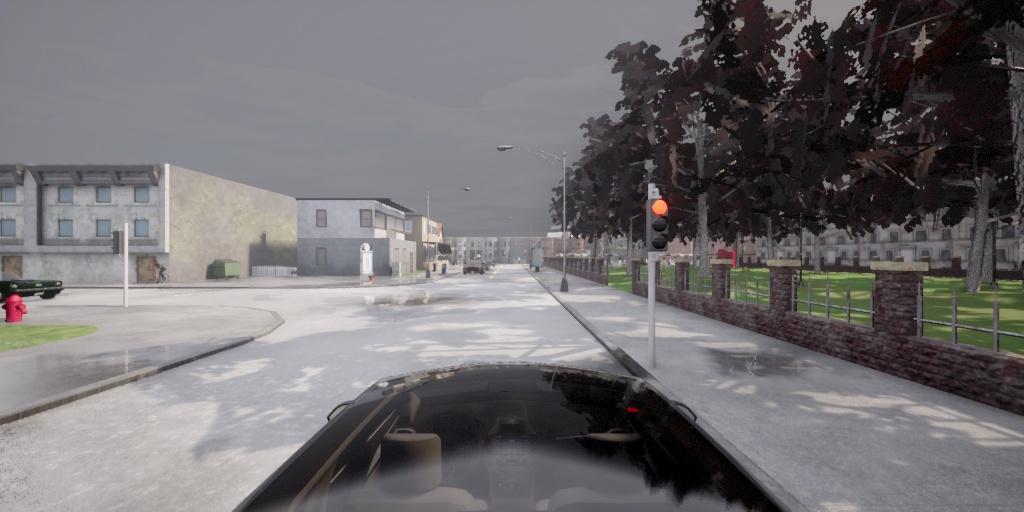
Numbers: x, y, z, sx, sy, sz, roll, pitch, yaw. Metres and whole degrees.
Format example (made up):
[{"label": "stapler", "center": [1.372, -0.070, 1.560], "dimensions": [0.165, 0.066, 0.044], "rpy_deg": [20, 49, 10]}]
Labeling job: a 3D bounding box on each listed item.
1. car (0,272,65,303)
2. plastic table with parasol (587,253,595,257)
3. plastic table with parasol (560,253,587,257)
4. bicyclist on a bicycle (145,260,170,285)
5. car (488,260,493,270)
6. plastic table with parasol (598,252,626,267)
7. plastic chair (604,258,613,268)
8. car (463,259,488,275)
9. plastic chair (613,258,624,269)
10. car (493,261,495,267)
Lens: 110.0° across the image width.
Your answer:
[{"label": "car", "center": [-22.990, 1.350, 15.756], "dimensions": [4.718, 1.301, 1.895], "rpy_deg": [0, 0, 0]}, {"label": "plastic table with parasol", "center": [14.655, 0.671, 63.244], "dimensions": [2.482, 2.480, 2.482], "rpy_deg": [0, 0, -42]}, {"label": "plastic table with parasol", "center": [9.959, 0.683, 57.767], "dimensions": [2.482, 2.480, 2.482], "rpy_deg": [0, 0, -40]}, {"label": "bicyclist on a bicycle", "center": [-23.866, 1.098, 24.154], "dimensions": [0.582, 1.620, 1.656], "rpy_deg": [0, 0, 0]}, {"label": "car", "center": [-4.107, 1.296, 49.904], "dimensions": [2.033, 1.411, 5.357], "rpy_deg": [0, 0, 0]}, {"label": "plastic table with parasol", "center": [15.279, 0.693, 55.030], "dimensions": [2.482, 2.480, 2.482], "rpy_deg": [0, 0, -40]}, {"label": "plastic chair", "center": [14.306, 1.304, 54.128], "dimensions": [0.730, 1.272, 0.750], "rpy_deg": [0, 0, -35]}, {"label": "car", "center": [-4.108, 1.101, 39.537], "dimensions": [2.097, 1.767, 4.553], "rpy_deg": [0, 0, 0]}, {"label": "plastic chair", "center": [16.012, 1.295, 54.032], "dimensions": [0.750, 1.272, 0.730], "rpy_deg": [0, 0, -40]}, {"label": "car", "center": [-4.053, 1.313, 63.456], "dimensions": [1.994, 1.385, 4.181], "rpy_deg": [0, 0, 1]}]
